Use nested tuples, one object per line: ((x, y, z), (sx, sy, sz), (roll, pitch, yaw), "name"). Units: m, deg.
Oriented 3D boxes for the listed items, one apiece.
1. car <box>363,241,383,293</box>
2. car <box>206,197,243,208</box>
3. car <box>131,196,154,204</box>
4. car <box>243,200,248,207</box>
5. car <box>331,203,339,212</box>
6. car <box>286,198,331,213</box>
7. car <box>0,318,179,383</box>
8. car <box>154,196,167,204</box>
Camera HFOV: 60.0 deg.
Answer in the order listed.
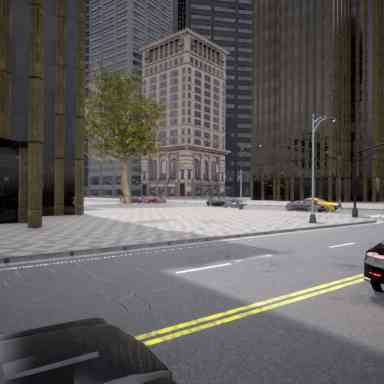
((5.852, 1.492, 7.604), (4.902, 1.511, 2.128), (0, 0, -35), "car")
((4.101, 1.442, 46.127), (2.128, 1.511, 4.902), (1, 0, -40), "car")
((-9.737, 1.477, 61.701), (1.812, 1.442, 4.674), (1, -1, -44), "car")
((5.981, 1.476, 48.937), (2.128, 1.511, 4.902), (1, -1, -40), "car")
((14.448, 1.463, 38.588), (1.882, 1.535, 5.008), (1, 0, -38), "car")
((12.297, 1.517, 36.054), (1.994, 1.385, 4.181), (1, 0, -39), "car")
((-2.272, 1.601, 1.822), (4.718, 1.301, 1.895), (0, 0, -35), "car")
((-6.757, 1.507, 63.263), (1.812, 1.442, 4.674), (1, -1, -43), "car")
